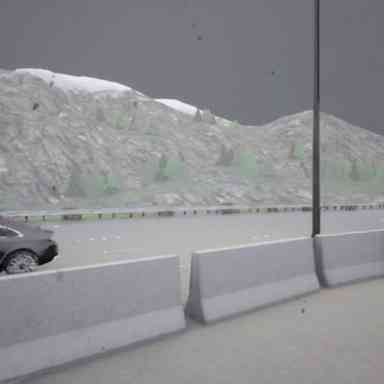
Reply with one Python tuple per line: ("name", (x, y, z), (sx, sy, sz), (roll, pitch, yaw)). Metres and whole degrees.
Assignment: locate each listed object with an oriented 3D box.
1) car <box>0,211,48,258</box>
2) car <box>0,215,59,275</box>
("car", (-7.611, 1.494, 11.339), (4.674, 1.442, 1.812), (0, 0, -35))
("car", (-5.919, 1.468, 8.251), (4.902, 1.511, 2.128), (0, 0, -35))
